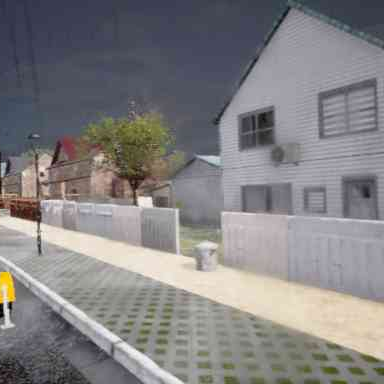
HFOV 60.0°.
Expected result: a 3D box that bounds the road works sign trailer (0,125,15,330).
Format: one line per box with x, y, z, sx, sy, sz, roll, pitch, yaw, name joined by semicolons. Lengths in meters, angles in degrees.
-4.704;0.469;5.839;2.380;3.560;2.880;-2;1;-40;road works sign trailer
